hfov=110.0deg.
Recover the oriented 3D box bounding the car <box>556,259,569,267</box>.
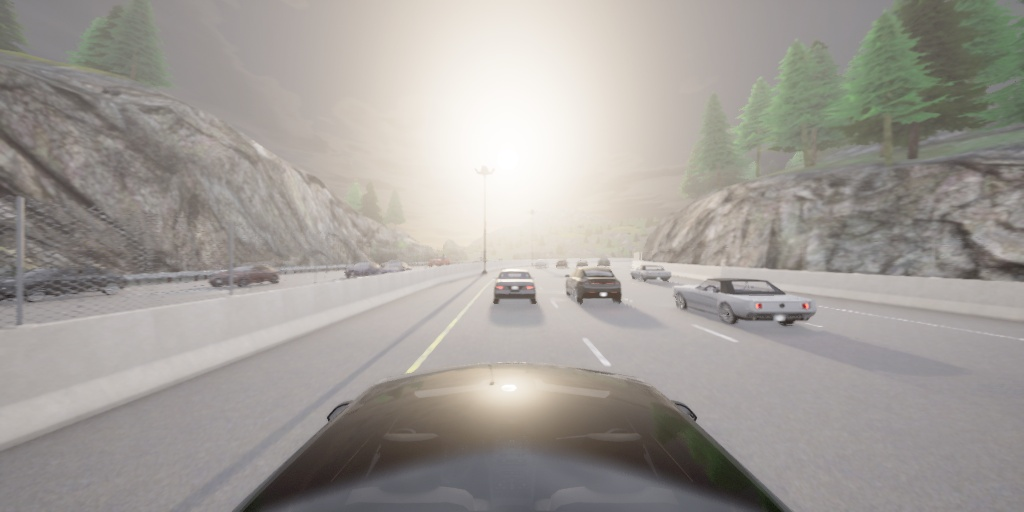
[{"bbox_3d":[9.017,1.261,63.662,1.837,1.490,4.892,-1,0,15],"label":"car"}]

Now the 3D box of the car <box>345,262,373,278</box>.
[{"bbox_3d":[-13.605,1.264,33.236,1.812,1.442,4.674,0,0,4],"label":"car"}]

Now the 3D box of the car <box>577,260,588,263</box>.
[{"bbox_3d":[12.475,1.360,63.175,1.895,1.301,4.718,0,0,15],"label":"car"}]

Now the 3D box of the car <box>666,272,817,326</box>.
[{"bbox_3d":[7.110,1.357,11.735,1.895,1.301,4.718,0,0,0],"label":"car"}]

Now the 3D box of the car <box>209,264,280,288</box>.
[{"bbox_3d":[-17.479,1.261,23.775,1.812,1.442,4.674,0,0,1],"label":"car"}]

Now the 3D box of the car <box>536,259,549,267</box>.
[{"bbox_3d":[5.445,1.279,64.009,1.812,1.442,4.674,0,0,15],"label":"car"}]

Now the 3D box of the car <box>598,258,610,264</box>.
[{"bbox_3d":[16.003,1.114,62.363,2.097,1.767,4.553,0,0,14],"label":"car"}]

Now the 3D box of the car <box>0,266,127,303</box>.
[{"bbox_3d":[-21.054,1.239,16.667,1.837,1.490,4.892,0,0,0],"label":"car"}]

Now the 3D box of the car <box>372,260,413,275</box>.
[{"bbox_3d":[-10.191,1.267,31.608,1.812,1.442,4.674,0,0,3],"label":"car"}]

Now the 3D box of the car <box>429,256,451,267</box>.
[{"bbox_3d":[-12.759,0.959,63.764,2.150,2.045,5.566,0,0,12],"label":"car"}]

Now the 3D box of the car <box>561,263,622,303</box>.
[{"bbox_3d":[3.620,1.258,16.552,1.837,1.490,4.892,0,0,0],"label":"car"}]

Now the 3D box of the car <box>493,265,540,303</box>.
[{"bbox_3d":[0.120,1.297,16.581,2.033,1.411,5.357,0,0,0],"label":"car"}]

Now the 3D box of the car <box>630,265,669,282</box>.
[{"bbox_3d":[10.877,1.359,28.548,1.895,1.301,4.718,0,0,3],"label":"car"}]
